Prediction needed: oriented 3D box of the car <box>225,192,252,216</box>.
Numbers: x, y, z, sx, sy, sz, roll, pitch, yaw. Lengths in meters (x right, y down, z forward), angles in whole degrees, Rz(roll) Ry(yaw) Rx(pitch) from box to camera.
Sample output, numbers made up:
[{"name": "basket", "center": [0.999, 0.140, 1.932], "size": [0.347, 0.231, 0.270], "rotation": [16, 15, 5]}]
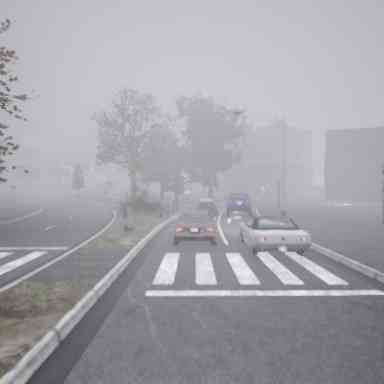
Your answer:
[{"name": "car", "center": [4.211, 1.026, 30.067], "size": [2.150, 2.045, 5.566], "rotation": [0, 1, 7]}]

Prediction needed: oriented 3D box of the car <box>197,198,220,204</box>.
[{"name": "car", "center": [1.454, 1.292, 31.076], "size": [1.837, 1.490, 4.892], "rotation": [0, 1, 7]}]

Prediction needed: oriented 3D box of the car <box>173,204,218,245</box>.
[{"name": "car", "center": [0.159, 1.501, 15.376], "size": [2.033, 1.411, 5.357], "rotation": [0, 0, 1]}]

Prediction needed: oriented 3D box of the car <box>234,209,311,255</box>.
[{"name": "car", "center": [3.001, 1.563, 13.096], "size": [1.895, 1.301, 4.718], "rotation": [0, 0, 1]}]
